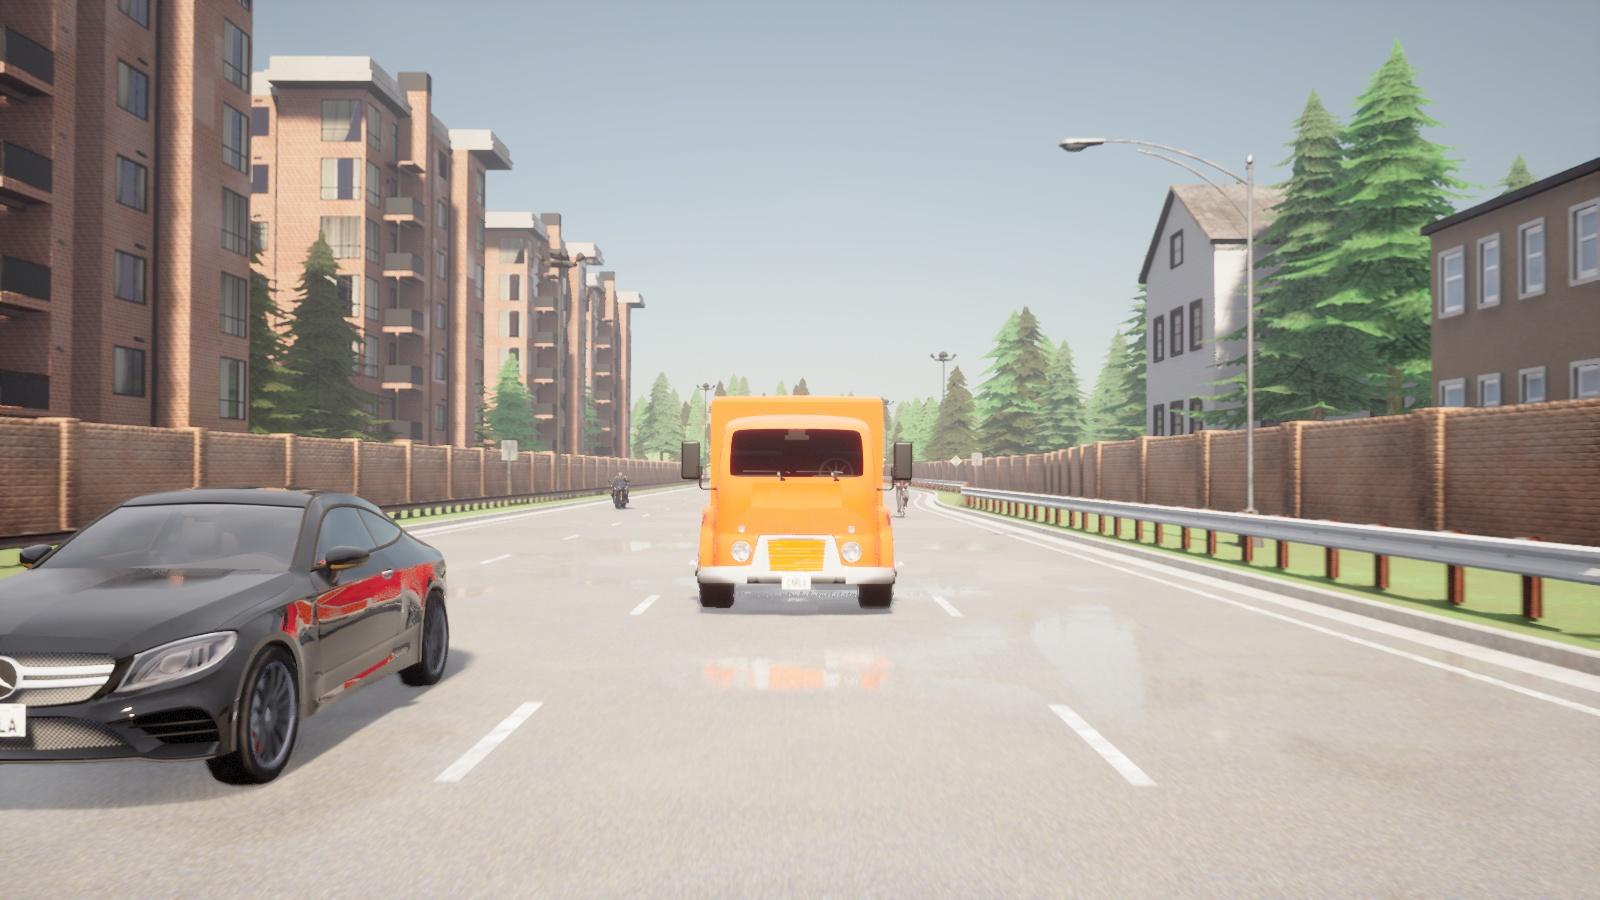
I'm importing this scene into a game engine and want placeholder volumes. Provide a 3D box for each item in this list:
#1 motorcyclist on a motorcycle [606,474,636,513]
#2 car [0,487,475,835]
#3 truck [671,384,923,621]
[{"bbox_3d":[-7.121,1.714,49.976,0.866,1.530,2.191,0,-1,0],"label":"motorcyclist on a motorcycle"},{"bbox_3d":[-3.513,0.985,7.785,1.812,1.442,4.674,0,-1,0],"label":"car"},{"bbox_3d":[-0.040,0.591,15.748,2.627,2.467,5.204,0,-1,0],"label":"truck"}]
